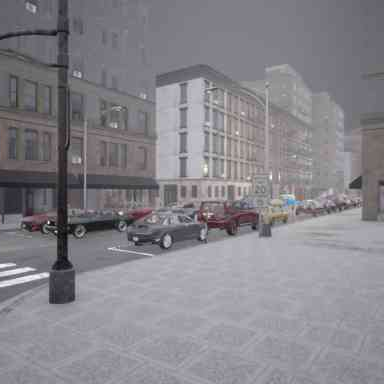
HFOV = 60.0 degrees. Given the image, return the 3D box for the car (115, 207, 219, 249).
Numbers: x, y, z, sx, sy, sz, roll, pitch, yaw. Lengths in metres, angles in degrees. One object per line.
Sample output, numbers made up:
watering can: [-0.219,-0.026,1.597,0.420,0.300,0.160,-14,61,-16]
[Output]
car: [-0.909,1.575,14.590,2.008,1.369,4.403,0,0,35]

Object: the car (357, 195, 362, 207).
car: [23.975,1.607,49.995,1.947,1.339,4.313,0,0,35]

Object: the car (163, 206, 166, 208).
car: [-1.253,1.539,28.056,2.008,1.369,4.403,0,0,35]

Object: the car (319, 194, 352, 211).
car: [17.755,1.351,41.143,2.192,1.841,5.009,0,0,35]

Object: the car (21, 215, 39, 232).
car: [-7.474,1.530,19.204,1.887,1.381,4.507,0,0,35]

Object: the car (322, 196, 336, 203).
car: [29.851,1.555,72.312,1.887,1.381,4.507,0,0,35]

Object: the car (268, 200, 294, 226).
car: [5.410,1.553,23.580,1.752,1.417,4.829,0,0,35]

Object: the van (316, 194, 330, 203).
van: [26.741,1.349,67.886,1.690,1.788,3.998,0,0,35]

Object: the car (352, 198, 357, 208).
car: [20.864,1.620,45.569,1.802,1.307,4.206,0,0,35]

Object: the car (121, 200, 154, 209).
car: [-4.364,1.427,23.629,1.967,1.590,4.097,0,0,35]

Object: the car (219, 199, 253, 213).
car: [4.967,1.537,36.907,1.887,1.381,4.507,0,0,35]

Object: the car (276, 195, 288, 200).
car: [11.090,1.522,45.619,1.752,1.417,4.829,0,0,35]

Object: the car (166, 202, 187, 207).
car: [0.430,1.505,26.041,1.837,1.490,4.892,0,0,35]

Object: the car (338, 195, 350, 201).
car: [39.183,1.557,85.590,1.887,1.381,4.507,0,0,35]

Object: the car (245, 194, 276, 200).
car: [6.403,1.226,34.512,2.150,2.045,5.566,0,0,35]

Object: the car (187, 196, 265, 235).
car: [2.202,1.341,19.015,2.192,1.841,5.009,0,0,35]

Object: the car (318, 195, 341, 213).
car: [14.643,1.474,36.717,1.967,1.590,4.097,0,0,35]

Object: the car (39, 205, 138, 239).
car: [-5.329,1.598,17.843,1.895,1.301,4.718,0,0,32]

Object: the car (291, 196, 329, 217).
car: [11.533,1.472,32.292,1.967,1.590,4.097,0,0,35]

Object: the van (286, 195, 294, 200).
van: [14.299,1.340,50.183,1.690,1.788,3.998,0,0,35]

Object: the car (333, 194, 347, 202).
car: [36.073,1.327,81.163,2.192,1.841,5.009,0,0,35]

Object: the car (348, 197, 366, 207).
car: [27.085,1.594,54.421,2.008,1.369,4.403,0,0,35]

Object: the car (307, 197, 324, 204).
car: [23.630,1.572,63.461,1.947,1.339,4.313,0,0,35]
